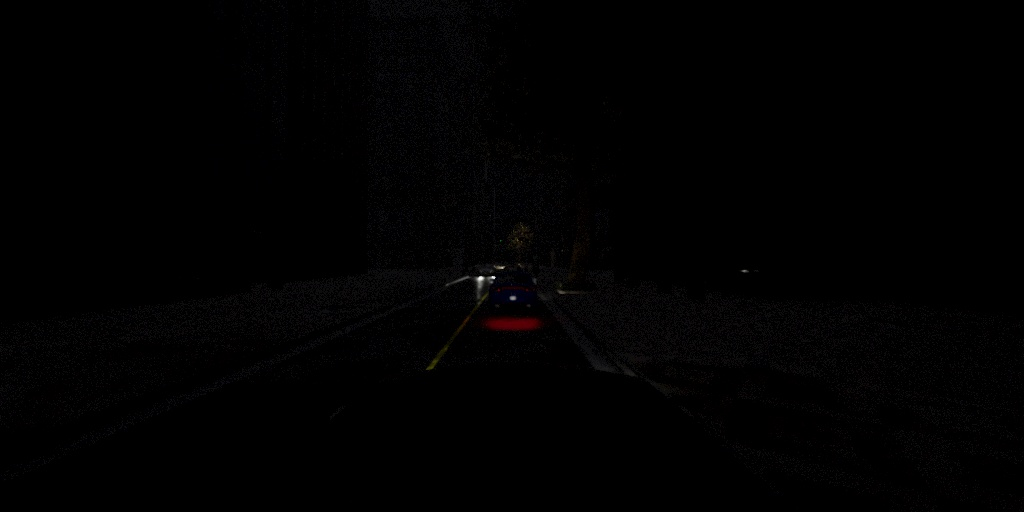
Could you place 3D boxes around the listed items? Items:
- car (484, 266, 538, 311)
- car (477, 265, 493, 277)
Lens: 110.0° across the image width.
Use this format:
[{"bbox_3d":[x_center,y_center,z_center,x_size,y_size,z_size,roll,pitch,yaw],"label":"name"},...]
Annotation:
[{"bbox_3d":[0.058,1.390,15.440,1.882,1.535,5.008,0,0,1],"label":"car"},{"bbox_3d":[-3.043,1.782,44.348,1.812,1.442,4.674,0,-1,1],"label":"car"}]
